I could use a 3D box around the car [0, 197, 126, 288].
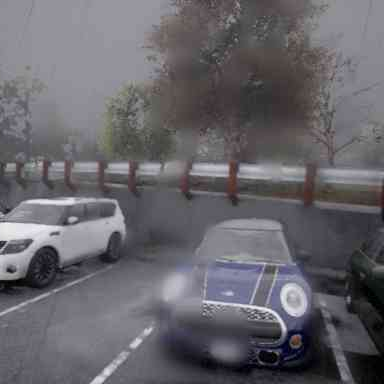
[{"bbox_3d":[-3.917,1.191,9.617,2.435,2.045,5.566,1,0,16],"label":"car"}]

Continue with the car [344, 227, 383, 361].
[{"bbox_3d":[3.474,1.363,4.402,2.185,1.767,4.553,1,0,16],"label":"car"}]

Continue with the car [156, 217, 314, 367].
[{"bbox_3d":[1.008,1.348,6.158,2.185,1.767,4.553,1,0,16],"label":"car"}]
